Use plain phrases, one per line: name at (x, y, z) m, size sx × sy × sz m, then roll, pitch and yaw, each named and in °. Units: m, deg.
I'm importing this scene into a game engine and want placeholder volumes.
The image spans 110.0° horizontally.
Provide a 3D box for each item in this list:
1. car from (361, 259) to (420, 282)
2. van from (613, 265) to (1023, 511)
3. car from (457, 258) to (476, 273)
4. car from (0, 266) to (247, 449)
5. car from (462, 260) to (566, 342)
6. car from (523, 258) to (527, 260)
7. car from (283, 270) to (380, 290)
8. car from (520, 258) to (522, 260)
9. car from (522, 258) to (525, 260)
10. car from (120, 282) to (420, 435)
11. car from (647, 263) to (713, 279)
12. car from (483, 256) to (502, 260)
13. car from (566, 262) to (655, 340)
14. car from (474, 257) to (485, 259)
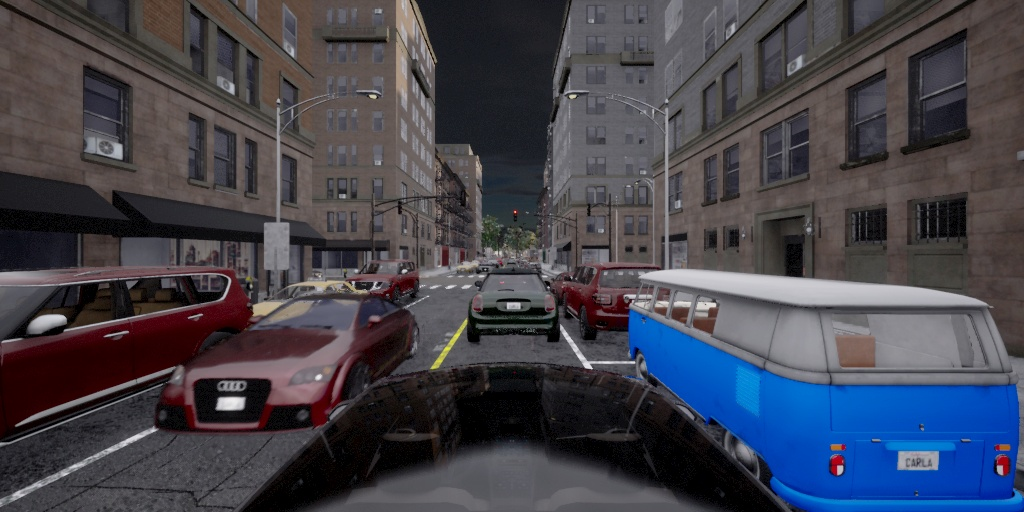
car at (-5.421, 1.064, 15.523) m, size 2.192 × 1.841 × 5.009 m, roll 0°, pitch 0°, yaw 0°
van at (2.635, 1.091, 4.177) m, size 1.690 × 1.789 × 3.998 m, roll 0°, pitch 0°, yaw 0°
car at (-5.478, 1.274, 42.360) m, size 1.751 × 1.417 × 4.829 m, roll 0°, pitch 0°, yaw 0°
car at (-5.402, 1.065, 4.166) m, size 2.192 × 1.841 × 5.009 m, roll 0°, pitch 0°, yaw 0°
car at (0.021, 1.102, 9.892) m, size 2.097 × 1.767 × 4.553 m, roll 0°, pitch 0°, yaw 0°
car at (2.575, 1.300, 42.543) m, size 2.007 × 1.370 × 4.403 m, roll 0°, pitch 0°, yaw 0°
car at (-5.411, 1.275, 9.674) m, size 1.751 × 1.417 × 4.829 m, roll 0°, pitch 0°, yaw 0°
car at (2.558, 1.300, 53.506) m, size 2.007 × 1.370 × 4.403 m, roll 0°, pitch 0°, yaw 0°
car at (2.566, 1.295, 48.024) m, size 1.888 × 1.381 × 4.507 m, roll 0°, pitch 0°, yaw 0°
car at (-2.855, 1.314, 5.632) m, size 1.994 × 1.385 × 4.181 m, roll 0°, pitch 0°, yaw 0°
car at (14.316, 1.278, 30.711) m, size 4.718 × 1.301 × 1.895 m, roll 0°, pitch 0°, yaw -3°
car at (-2.923, 1.228, 53.834) m, size 1.882 × 1.535 × 5.008 m, roll 0°, pitch 0°, yaw 0°
car at (2.626, 1.065, 9.855) m, size 2.192 × 1.841 × 5.009 m, roll 0°, pitch 0°, yaw 0°
car at (-5.492, 1.275, 53.323) m, size 1.751 × 1.417 × 4.829 m, roll 0°, pitch 0°, yaw 0°
